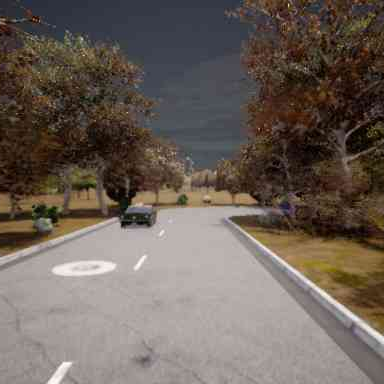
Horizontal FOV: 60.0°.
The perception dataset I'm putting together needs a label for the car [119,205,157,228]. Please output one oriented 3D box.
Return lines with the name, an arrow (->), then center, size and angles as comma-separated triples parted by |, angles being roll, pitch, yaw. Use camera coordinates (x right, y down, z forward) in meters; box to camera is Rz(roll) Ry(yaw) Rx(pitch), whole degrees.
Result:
car -> -3.411, 1.550, 21.739 | 1.895, 1.301, 4.718 | 0, 0, 0
